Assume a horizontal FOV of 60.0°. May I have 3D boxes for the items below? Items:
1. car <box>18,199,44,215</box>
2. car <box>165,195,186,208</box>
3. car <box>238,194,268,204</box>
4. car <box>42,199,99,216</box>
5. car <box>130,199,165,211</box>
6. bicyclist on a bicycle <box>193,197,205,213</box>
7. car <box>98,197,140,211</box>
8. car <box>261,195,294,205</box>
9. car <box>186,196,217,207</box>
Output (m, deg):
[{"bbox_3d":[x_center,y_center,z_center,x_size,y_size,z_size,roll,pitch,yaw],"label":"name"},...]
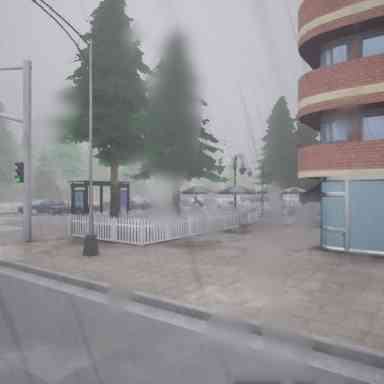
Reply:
[{"bbox_3d":[-14.562,1.422,32.967,1.882,1.535,5.008,0,0,36],"label":"car"},{"bbox_3d":[-2.250,1.297,48.340,4.553,1.767,2.097,0,0,-43],"label":"car"},{"bbox_3d":[10.758,1.156,57.589,5.566,2.045,2.150,0,0,-24],"label":"car"},{"bbox_3d":[-11.265,1.545,31.573,1.895,1.301,4.718,0,0,36],"label":"car"},{"bbox_3d":[-5.782,1.545,38.952,1.895,1.301,4.718,0,0,37],"label":"car"},{"bbox_3d":[0.424,1.245,27.312,1.656,1.620,0.582,0,0,36],"label":"bicyclist on a bicycle"},{"bbox_3d":[-8.844,1.422,40.638,1.882,1.535,5.008,0,0,38],"label":"car"},{"bbox_3d":[13.351,1.545,50.751,4.718,1.301,1.895,0,0,-26],"label":"car"},{"bbox_3d":[1.721,1.508,47.323,4.181,1.385,1.994,0,0,-41],"label":"car"}]
